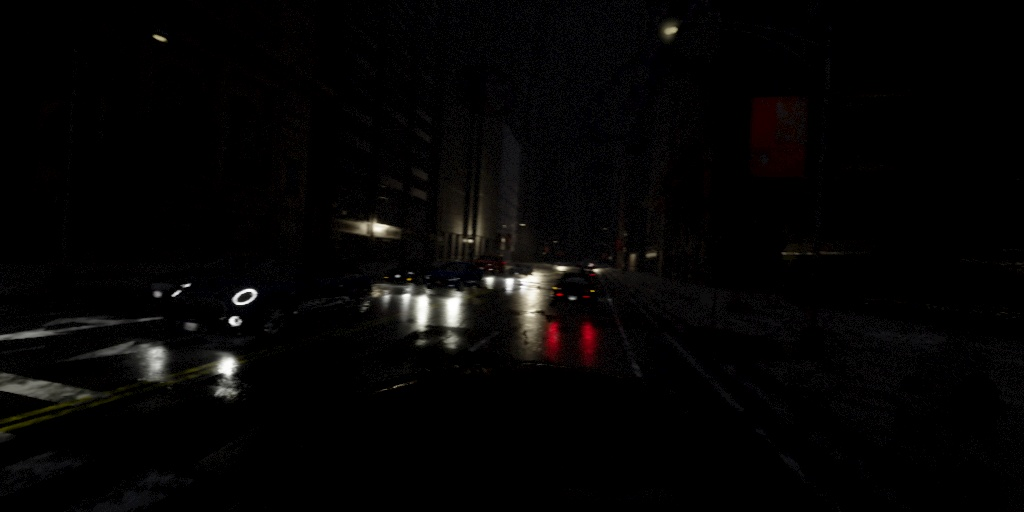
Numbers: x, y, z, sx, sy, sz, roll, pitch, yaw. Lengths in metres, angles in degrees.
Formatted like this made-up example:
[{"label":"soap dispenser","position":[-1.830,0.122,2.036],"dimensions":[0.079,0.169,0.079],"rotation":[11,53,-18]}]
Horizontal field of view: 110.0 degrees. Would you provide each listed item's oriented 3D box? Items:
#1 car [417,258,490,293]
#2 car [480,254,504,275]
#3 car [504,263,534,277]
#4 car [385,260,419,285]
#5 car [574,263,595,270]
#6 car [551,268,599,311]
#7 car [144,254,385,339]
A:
[{"label":"car","position":[-3.013,1.051,19.857],"dimensions":[1.882,1.535,5.008],"rotation":[4,0,13]},{"label":"car","position":[-2.307,0.859,37.154],"dimensions":[2.150,2.045,5.566],"rotation":[4,0,13]},{"label":"car","position":[0.979,1.443,37.057],"dimensions":[1.895,1.301,4.718],"rotation":[4,0,13]},{"label":"car","position":[-5.890,0.960,21.830],"dimensions":[1.994,1.385,4.181],"rotation":[4,0,13]},{"label":"car","position":[7.256,1.780,35.109],"dimensions":[2.033,1.411,5.357],"rotation":[4,0,13]},{"label":"car","position":[2.846,1.463,15.959],"dimensions":[1.812,1.442,4.674],"rotation":[4,0,13]},{"label":"car","position":[-5.505,0.761,8.903],"dimensions":[2.097,1.767,4.553],"rotation":[4,0,12]}]
